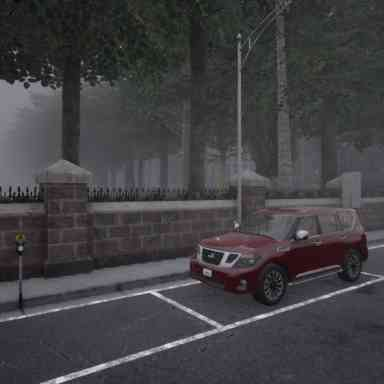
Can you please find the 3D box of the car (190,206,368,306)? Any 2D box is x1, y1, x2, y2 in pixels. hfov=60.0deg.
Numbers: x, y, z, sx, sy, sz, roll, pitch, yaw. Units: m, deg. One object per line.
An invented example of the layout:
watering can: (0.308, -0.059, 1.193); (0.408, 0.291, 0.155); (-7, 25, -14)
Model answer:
car: (2.359, 1.314, 8.215); (5.009, 1.841, 2.192); (0, 0, -35)
